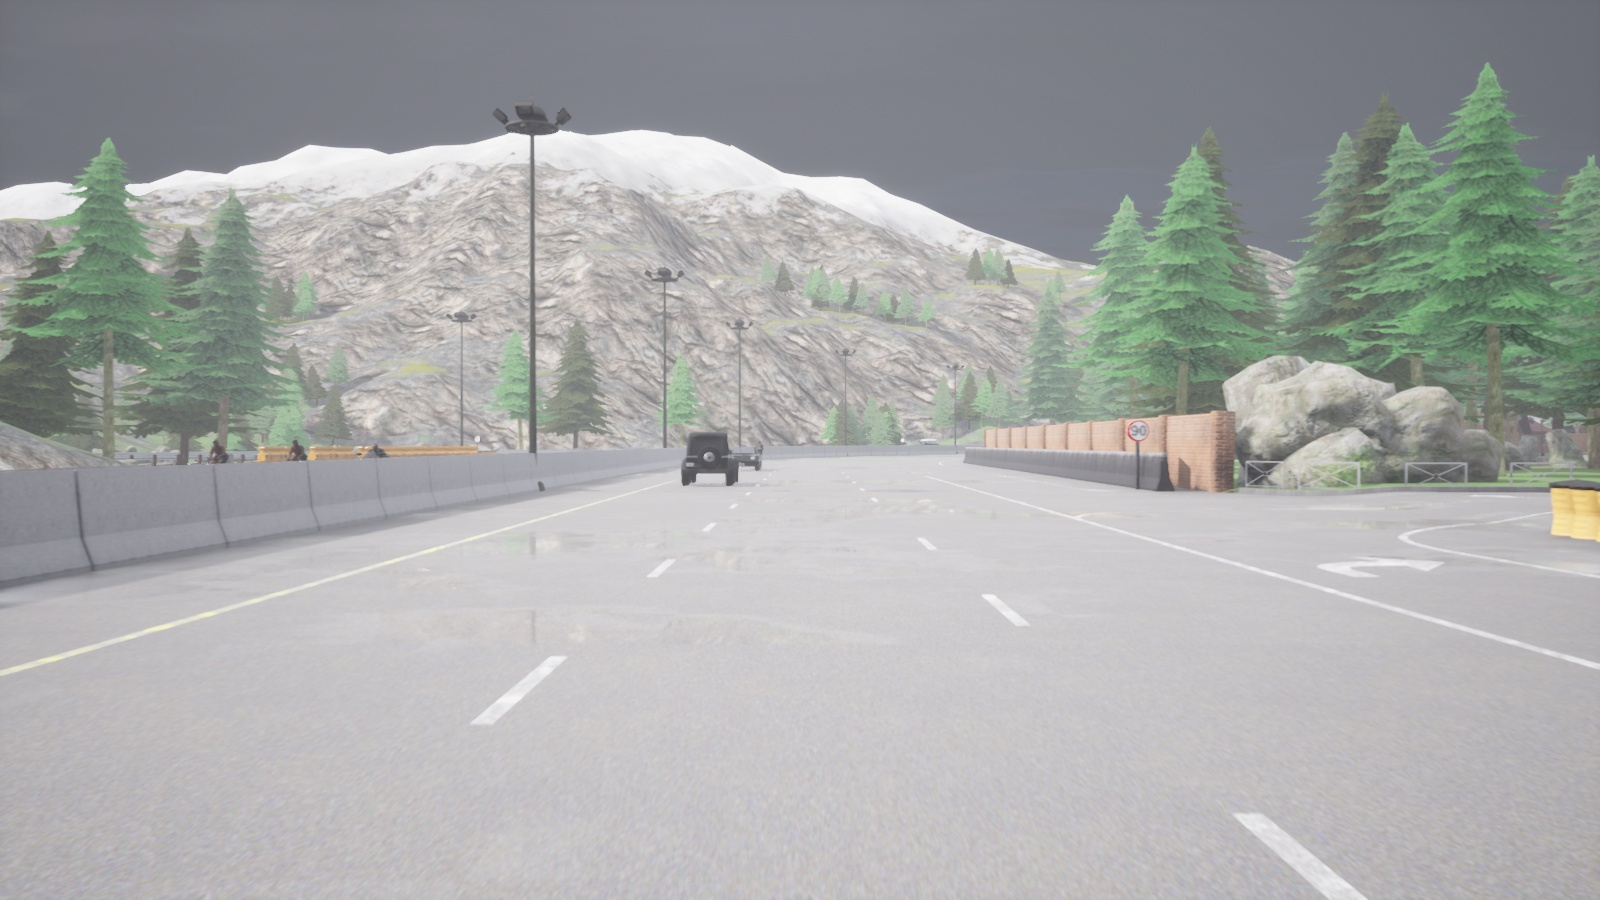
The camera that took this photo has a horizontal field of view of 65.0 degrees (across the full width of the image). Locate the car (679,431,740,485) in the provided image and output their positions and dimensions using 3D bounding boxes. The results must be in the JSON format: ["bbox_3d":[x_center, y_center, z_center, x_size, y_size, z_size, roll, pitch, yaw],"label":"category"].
[{"bbox_3d":[-3.225,0.283,45.477,1.905,1.878,3.866,0,0,0],"label":"car"}]

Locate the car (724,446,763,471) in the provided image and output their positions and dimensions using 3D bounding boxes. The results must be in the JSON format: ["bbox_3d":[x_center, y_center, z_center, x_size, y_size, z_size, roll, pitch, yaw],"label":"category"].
[{"bbox_3d":[-3.091,0.454,69.225,1.895,1.301,4.718,0,0,0],"label":"car"}]
